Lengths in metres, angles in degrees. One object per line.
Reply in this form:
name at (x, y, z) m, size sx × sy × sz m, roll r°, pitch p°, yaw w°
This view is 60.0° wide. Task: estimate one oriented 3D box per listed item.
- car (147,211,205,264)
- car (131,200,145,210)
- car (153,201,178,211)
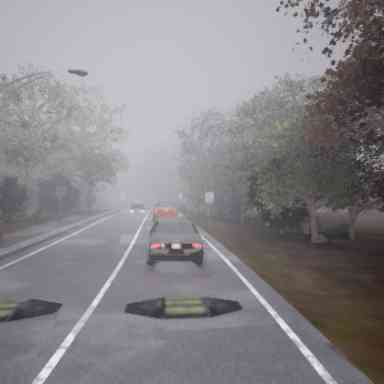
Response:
car at (-0.653, 1.633, 12.155) m, size 2.033 × 1.411 × 5.357 m, roll 0°, pitch 0°, yaw -5°
car at (-8.062, 1.939, 49.719) m, size 1.882 × 1.535 × 5.008 m, roll 0°, pitch -3°, yaw -5°
car at (-2.351, 1.539, 29.357) m, size 2.097 × 1.767 × 4.553 m, roll 0°, pitch 0°, yaw -5°
